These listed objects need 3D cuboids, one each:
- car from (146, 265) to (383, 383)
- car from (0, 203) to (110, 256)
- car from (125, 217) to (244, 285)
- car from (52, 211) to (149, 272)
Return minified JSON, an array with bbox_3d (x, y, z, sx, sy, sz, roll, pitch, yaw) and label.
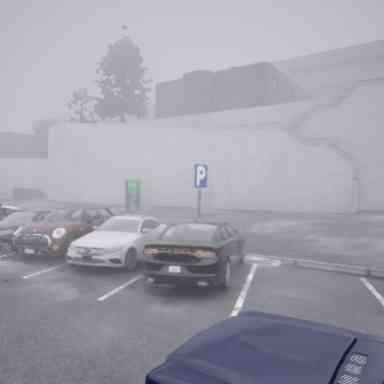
[{"bbox_3d":[1.885,1.602,2.033,4.718,1.301,1.895,0,0,36],"label":"car"},{"bbox_3d":[-4.571,1.332,12.789,2.185,1.767,4.553,1,0,16],"label":"car"},{"bbox_3d":[0.298,1.477,9.265,2.097,1.535,5.008,0,-1,16],"label":"car"},{"bbox_3d":[-2.139,1.509,11.016,2.002,1.452,4.674,1,0,16],"label":"car"}]
